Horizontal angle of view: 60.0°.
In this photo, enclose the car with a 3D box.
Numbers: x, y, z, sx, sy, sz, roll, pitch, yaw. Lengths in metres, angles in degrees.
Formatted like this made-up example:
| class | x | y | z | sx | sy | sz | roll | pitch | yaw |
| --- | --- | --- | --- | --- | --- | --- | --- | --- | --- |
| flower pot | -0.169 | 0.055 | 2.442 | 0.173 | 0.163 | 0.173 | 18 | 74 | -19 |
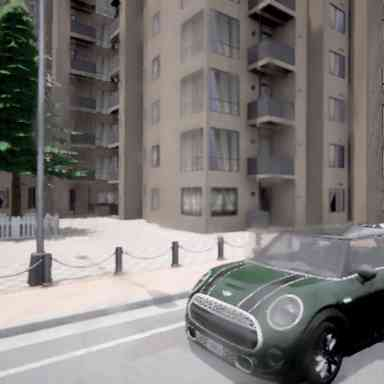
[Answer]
| class | x | y | z | sx | sy | sz | roll | pitch | yaw |
| --- | --- | --- | --- | --- | --- | --- | --- | --- | --- |
| car | 2.121 | 1.388 | 5.501 | 4.553 | 1.767 | 2.097 | 1 | -1 | -36 |
